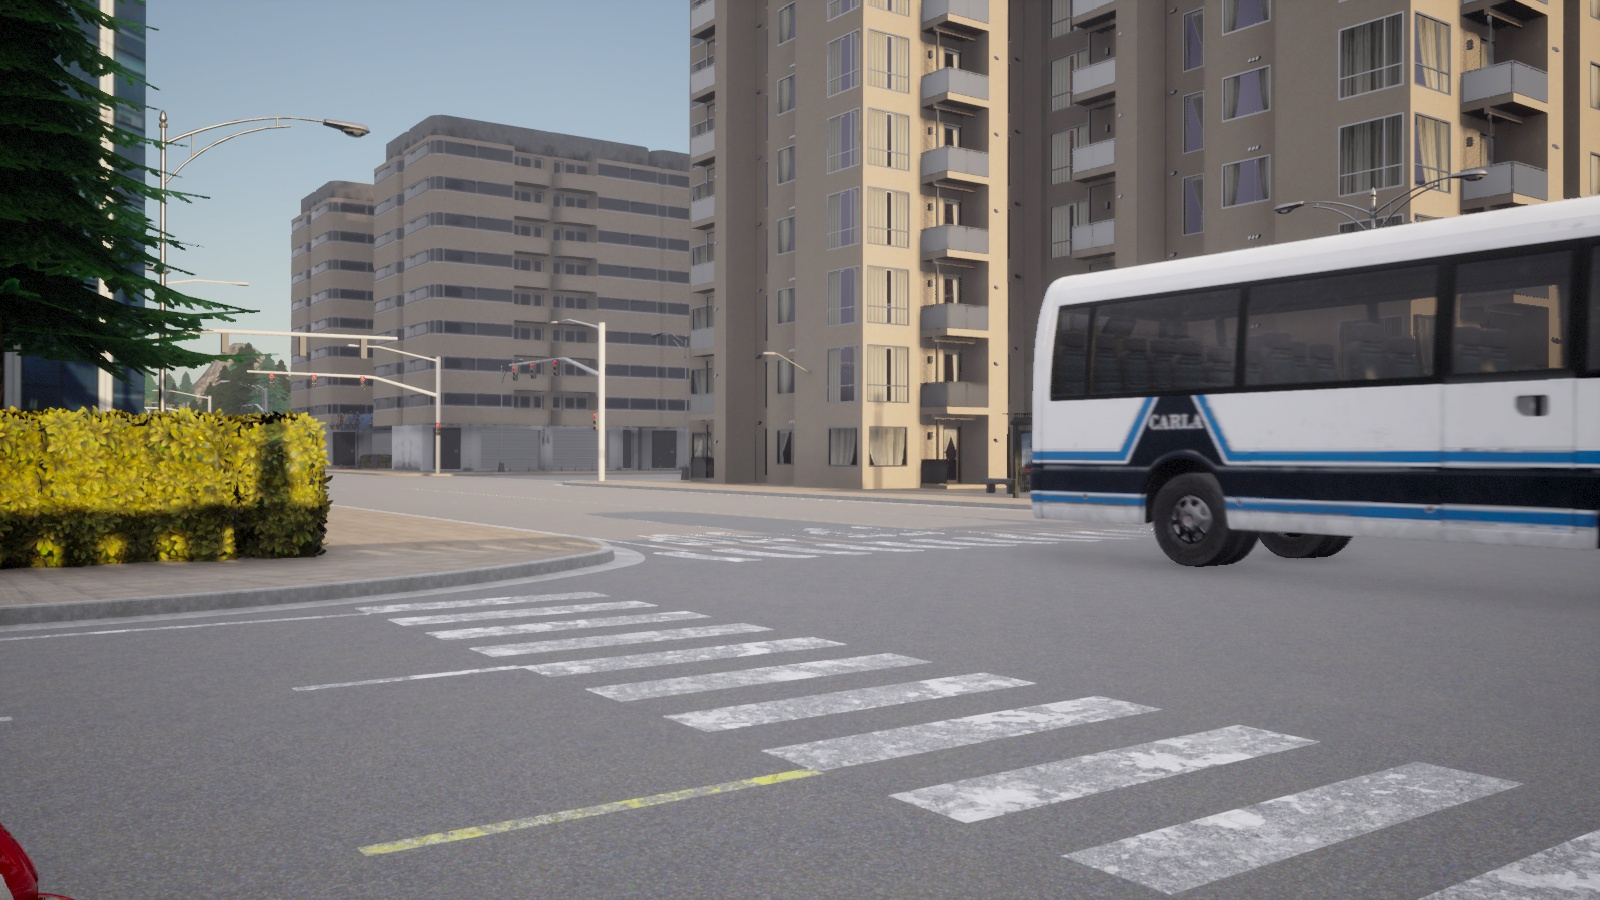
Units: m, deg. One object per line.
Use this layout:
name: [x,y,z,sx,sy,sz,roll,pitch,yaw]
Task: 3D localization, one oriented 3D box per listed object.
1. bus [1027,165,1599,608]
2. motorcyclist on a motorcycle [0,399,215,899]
bus: [7.882,-0.602,15.201,3.944,4.253,10.273,0,0,-35]
motorcyclist on a motorcycle: [-2.100,0.708,2.209,1.817,1.590,0.866,0,0,-35]
